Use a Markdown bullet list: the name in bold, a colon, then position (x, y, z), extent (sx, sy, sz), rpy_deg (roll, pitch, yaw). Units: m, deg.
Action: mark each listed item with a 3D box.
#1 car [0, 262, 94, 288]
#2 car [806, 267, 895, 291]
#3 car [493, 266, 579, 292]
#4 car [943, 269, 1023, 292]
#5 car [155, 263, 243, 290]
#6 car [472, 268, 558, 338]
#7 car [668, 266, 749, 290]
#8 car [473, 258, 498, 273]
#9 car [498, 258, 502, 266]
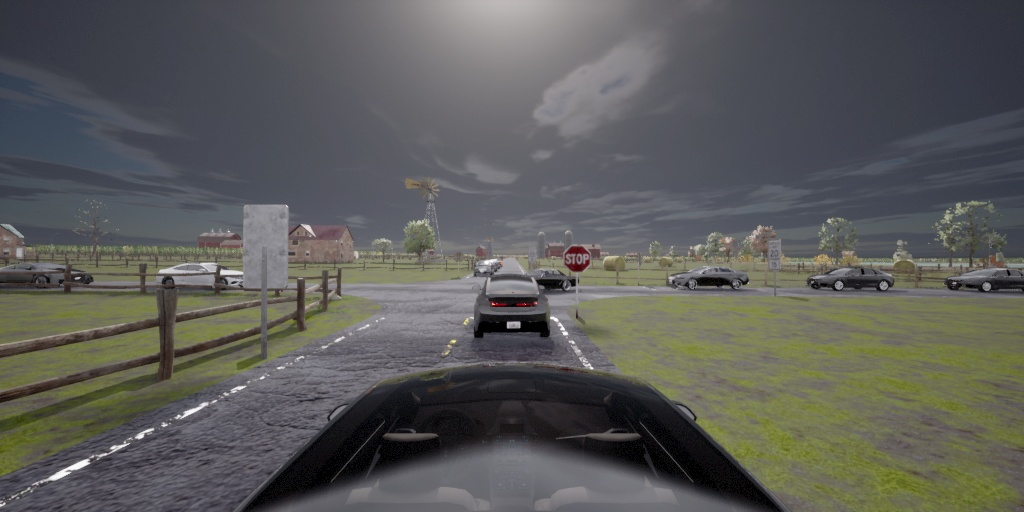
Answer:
- **car**: position (-26.353, 1.048, 20.076), extent (4.181, 1.385, 1.994), rpy_deg (1, -1, -1)
- **car**: position (22.213, 1.499, 23.657), extent (4.892, 1.490, 1.837), rpy_deg (1, -1, -1)
- **car**: position (1.510, 1.369, 20.270), extent (4.718, 1.301, 1.895), rpy_deg (1, 0, -35)
- **car**: position (31.716, 1.587, 23.772), extent (4.892, 1.490, 1.837), rpy_deg (1, -1, -1)
- **car**: position (-17.233, 1.103, 20.192), extent (4.674, 1.442, 1.812), rpy_deg (1, -1, -1)
- **car**: position (-0.069, 1.256, 10.225), extent (1.837, 1.490, 4.892), rpy_deg (0, 0, -2)
- **car**: position (12.811, 1.397, 23.491), extent (4.902, 1.511, 2.128), rpy_deg (1, -1, -2)
- **car**: position (-2.838, 1.243, 36.913), extent (2.128, 1.511, 4.902), rpy_deg (0, 0, 0)
- **car**: position (-2.825, 1.241, 46.359), extent (2.128, 1.511, 4.902), rpy_deg (0, 0, 0)
